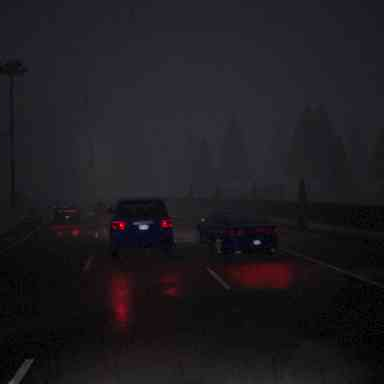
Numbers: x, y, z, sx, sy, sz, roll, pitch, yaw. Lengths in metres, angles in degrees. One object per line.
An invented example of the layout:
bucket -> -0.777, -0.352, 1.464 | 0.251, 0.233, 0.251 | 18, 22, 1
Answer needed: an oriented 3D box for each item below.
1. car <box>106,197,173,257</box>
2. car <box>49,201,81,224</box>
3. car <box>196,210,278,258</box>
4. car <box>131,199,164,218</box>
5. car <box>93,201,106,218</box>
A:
car -> -2.162, 1.229, 13.290 | 2.150, 2.045, 5.566 | -1, 0, -13
car -> -9.797, 1.593, 26.045 | 2.128, 1.511, 4.902 | -1, 0, -21
car -> 1.504, 1.428, 12.820 | 1.882, 1.535, 5.008 | -1, 0, -12
car -> -4.238, 1.482, 30.997 | 1.882, 1.535, 5.008 | -1, 0, -22
car -> -8.038, 1.555, 31.041 | 2.128, 1.511, 4.902 | -1, 0, -23
